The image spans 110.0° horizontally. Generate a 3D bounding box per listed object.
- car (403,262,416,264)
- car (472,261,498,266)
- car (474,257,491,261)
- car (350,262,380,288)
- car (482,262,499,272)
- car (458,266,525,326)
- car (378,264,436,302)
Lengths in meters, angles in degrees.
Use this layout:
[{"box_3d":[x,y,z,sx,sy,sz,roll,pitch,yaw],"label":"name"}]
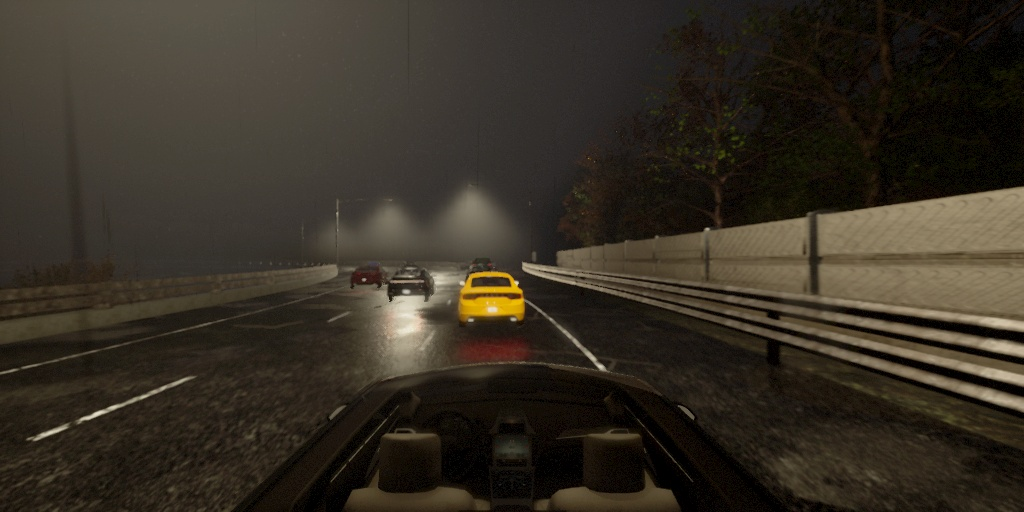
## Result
[{"box_3d":[-12.986,1.483,45.239,1.837,1.490,4.892,0,0,-23],"label":"car"},{"box_3d":[-2.177,1.353,24.720,2.128,1.511,4.902,0,0,-6],"label":"car"},{"box_3d":[-3.213,1.156,40.008,2.150,2.045,5.566,0,0,-2],"label":"car"},{"box_3d":[-9.876,1.358,25.080,1.882,1.535,5.008,0,0,-12],"label":"car"},{"box_3d":[-3.022,1.588,51.582,1.895,1.301,4.718,0,0,2],"label":"car"},{"box_3d":[-0.743,1.277,12.006,1.882,1.535,5.008,0,0,-5],"label":"car"},{"box_3d":[-4.894,1.327,17.756,2.128,1.511,4.902,0,0,-9],"label":"car"}]
